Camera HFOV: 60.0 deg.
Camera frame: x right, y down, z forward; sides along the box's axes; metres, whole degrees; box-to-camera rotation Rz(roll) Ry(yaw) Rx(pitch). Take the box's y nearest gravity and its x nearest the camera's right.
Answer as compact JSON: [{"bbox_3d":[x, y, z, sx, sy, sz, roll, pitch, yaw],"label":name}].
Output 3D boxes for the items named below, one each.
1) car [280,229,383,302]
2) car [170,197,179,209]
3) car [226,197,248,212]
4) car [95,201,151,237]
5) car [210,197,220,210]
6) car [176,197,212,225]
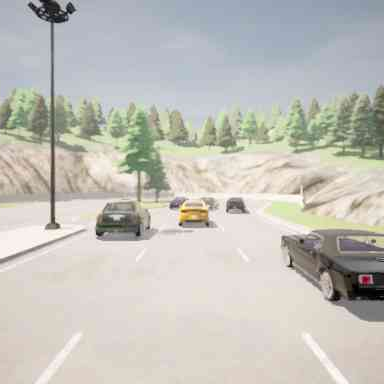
[{"bbox_3d":[3.598,1.537,8.031,1.895,1.301,4.718,0,0,0],"label":"car"},{"bbox_3d":[-1.171,1.252,39.558,1.994,1.385,4.181,0,0,15],"label":"car"},{"bbox_3d":[4.585,1.236,34.058,1.837,1.490,4.892,-1,0,11],"label":"car"},{"bbox_3d":[-3.400,1.216,17.148,2.097,1.767,4.553,0,0,0],"label":"car"},{"bbox_3d":[1.821,1.249,37.788,2.033,1.411,5.357,0,0,16],"label":"car"},{"bbox_3d":[0.143,1.302,22.199,1.882,1.535,5.008,0,1,1],"label":"car"}]
